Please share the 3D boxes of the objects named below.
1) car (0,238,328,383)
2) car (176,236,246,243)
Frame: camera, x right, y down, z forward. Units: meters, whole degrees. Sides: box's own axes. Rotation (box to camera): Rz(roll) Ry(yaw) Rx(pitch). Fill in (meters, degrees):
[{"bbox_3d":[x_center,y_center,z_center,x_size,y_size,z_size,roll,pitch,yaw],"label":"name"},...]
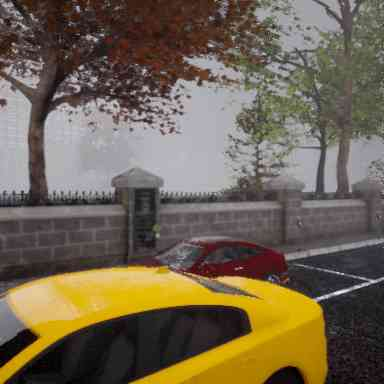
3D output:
[{"bbox_3d":[-0.956,1.478,2.695,5.008,1.535,1.882,0,0,-35],"label":"car"},{"bbox_3d":[0.223,1.585,6.718,4.206,1.307,1.802,0,0,-35],"label":"car"}]
